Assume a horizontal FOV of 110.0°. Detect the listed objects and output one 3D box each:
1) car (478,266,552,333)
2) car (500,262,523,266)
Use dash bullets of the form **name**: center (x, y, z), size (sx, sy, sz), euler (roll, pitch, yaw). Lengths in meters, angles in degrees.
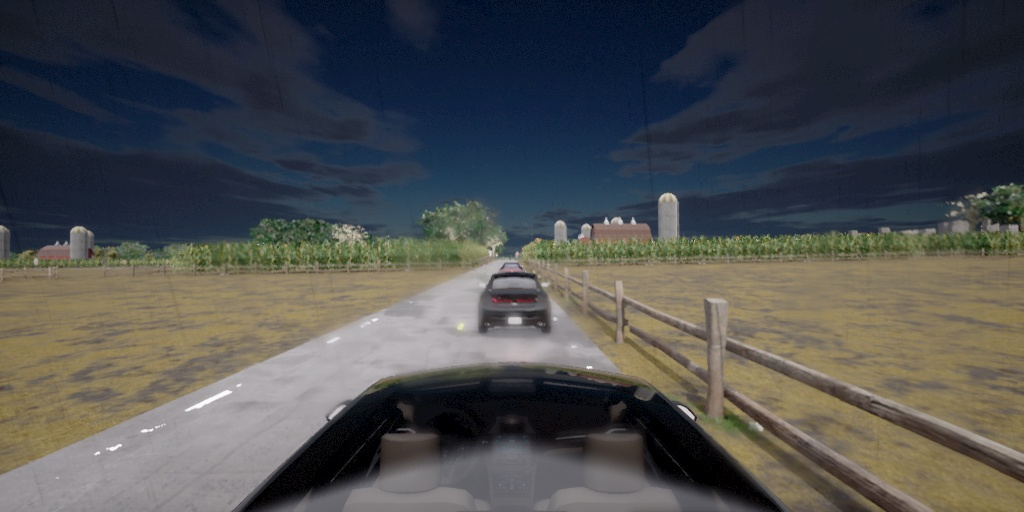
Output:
- **car**: center (0.058, 1.210, 10.558), size (1.837, 1.490, 4.892), euler (0, 0, 0)
- **car**: center (-0.028, 1.170, 27.456), size (1.994, 1.385, 4.181), euler (0, 0, 0)
